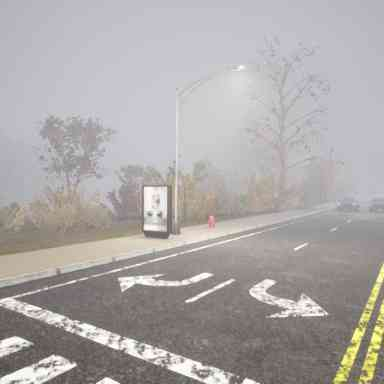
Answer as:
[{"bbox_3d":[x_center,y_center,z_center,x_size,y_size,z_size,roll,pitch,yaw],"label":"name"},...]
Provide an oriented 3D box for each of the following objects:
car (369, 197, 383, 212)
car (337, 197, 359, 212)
[{"bbox_3d":[21.509,1.393,38.084,2.097,1.767,4.553,0,0,30],"label":"car"},{"bbox_3d":[18.708,1.390,39.731,2.097,1.767,4.553,0,0,30],"label":"car"}]
